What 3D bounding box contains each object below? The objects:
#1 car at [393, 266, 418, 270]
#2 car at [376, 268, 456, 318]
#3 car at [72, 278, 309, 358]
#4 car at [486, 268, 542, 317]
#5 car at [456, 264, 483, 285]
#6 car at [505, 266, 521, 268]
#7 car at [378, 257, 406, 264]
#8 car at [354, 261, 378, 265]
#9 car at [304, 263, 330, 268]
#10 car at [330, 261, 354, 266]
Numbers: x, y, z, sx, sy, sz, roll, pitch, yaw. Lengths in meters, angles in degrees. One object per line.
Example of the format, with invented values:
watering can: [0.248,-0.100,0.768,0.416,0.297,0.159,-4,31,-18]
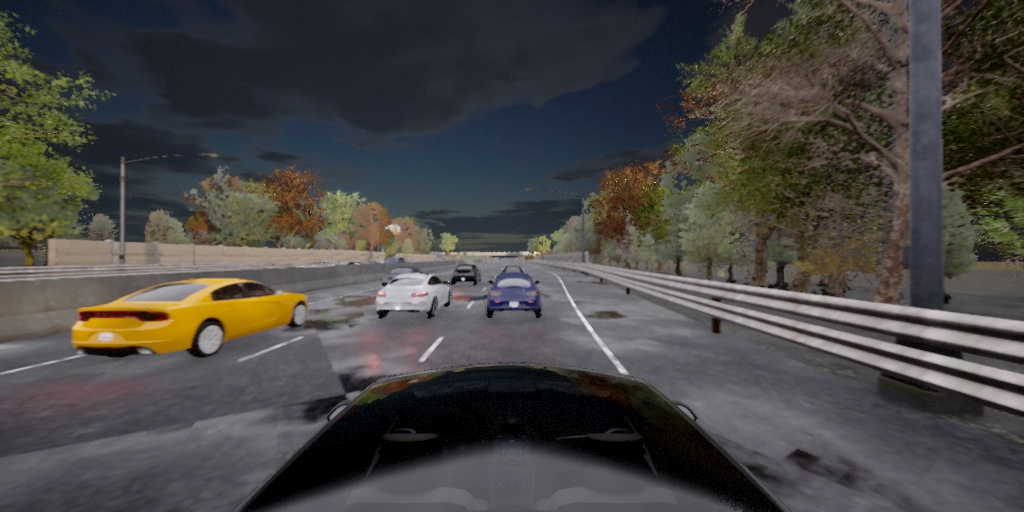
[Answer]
car: [-6.956,1.399,23.874,2.033,1.411,5.357,0,0,0]
car: [-3.427,1.326,13.083,1.812,1.442,4.674,0,0,0]
car: [-6.957,1.258,8.628,1.882,1.535,5.008,0,-1,0]
car: [0.075,1.327,13.341,1.812,1.442,4.674,0,0,0]
car: [-3.429,1.376,27.642,1.837,1.490,4.892,0,0,0]
car: [0.072,1.436,28.186,1.994,1.385,4.181,0,0,0]
car: [-17.557,1.230,53.644,2.150,2.045,5.566,0,0,1]
car: [-21.054,1.500,53.546,2.128,1.511,4.902,0,0,1]
car: [-28.050,1.600,51.962,1.895,1.301,4.718,0,0,0]
car: [-24.551,1.533,53.270,1.812,1.442,4.674,0,0,0]
